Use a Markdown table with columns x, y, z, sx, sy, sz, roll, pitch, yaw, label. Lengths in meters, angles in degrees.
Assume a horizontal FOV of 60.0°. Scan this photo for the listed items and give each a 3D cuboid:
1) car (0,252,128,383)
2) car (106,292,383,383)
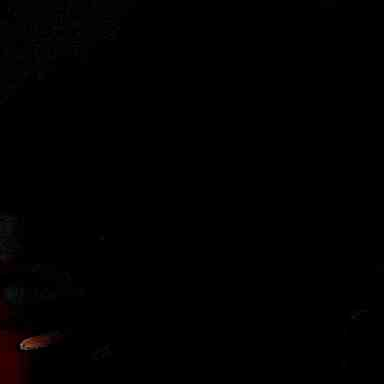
| x | y | z | sx | sy | sz | roll | pitch | yaw | label |
| --- | --- | --- | --- | --- | --- | --- | --- | --- | --- |
| -2.765 | 1.549 | 4.781 | 4.507 | 1.381 | 1.887 | 0 | 0 | 35 | car |
| 1.751 | 1.439 | 1.562 | 4.097 | 1.590 | 1.967 | 0 | 0 | 35 | car |
